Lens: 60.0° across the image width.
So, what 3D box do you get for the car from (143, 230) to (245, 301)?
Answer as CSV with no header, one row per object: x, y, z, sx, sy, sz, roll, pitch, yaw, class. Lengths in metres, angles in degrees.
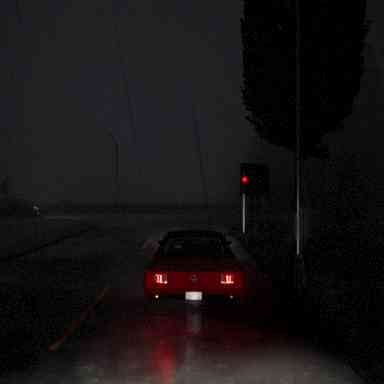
0.064,1.601,8.276,1.895,1.301,4.718,0,0,1,car

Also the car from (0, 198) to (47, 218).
-15.062,1.352,28.851,4.553,1.767,2.097,0,0,0,car
